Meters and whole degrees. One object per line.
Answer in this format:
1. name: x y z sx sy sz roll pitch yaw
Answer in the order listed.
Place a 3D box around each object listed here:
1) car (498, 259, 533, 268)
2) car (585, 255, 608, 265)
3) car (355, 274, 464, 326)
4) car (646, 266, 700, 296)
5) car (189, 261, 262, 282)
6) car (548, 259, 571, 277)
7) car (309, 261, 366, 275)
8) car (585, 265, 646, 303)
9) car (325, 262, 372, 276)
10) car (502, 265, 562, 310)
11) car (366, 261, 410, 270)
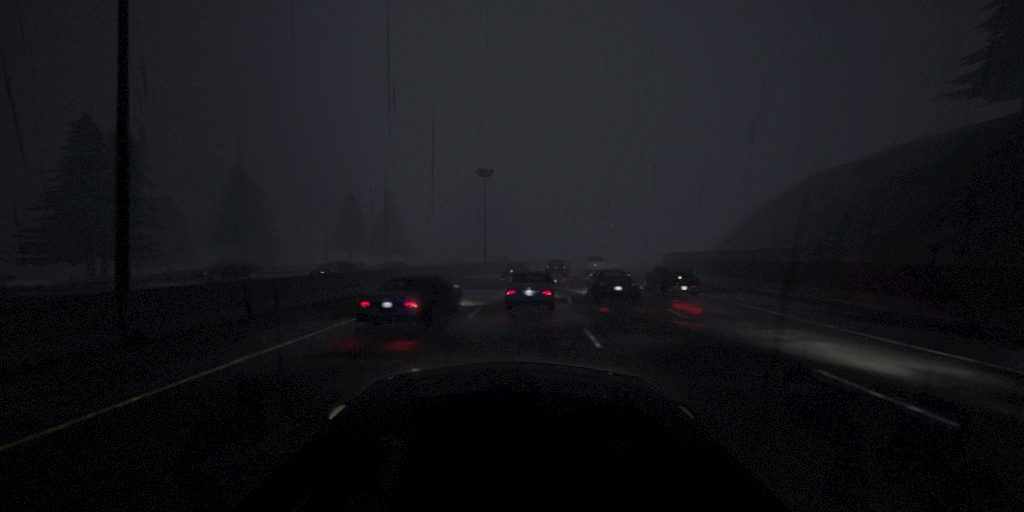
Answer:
1. car: 0.408 1.284 33.037 1.994 1.385 4.181 0 0 13
2. car: 9.210 0.962 39.078 2.150 2.045 5.566 0 0 16
3. car: -2.952 1.279 11.548 2.033 1.411 5.357 0 0 5
4. car: 8.502 1.262 19.389 1.837 1.490 4.892 0 0 8
5. car: -22.190 1.136 28.020 1.882 1.535 5.008 0 0 10
6. car: 4.603 1.082 35.424 2.097 1.767 4.553 0 0 14
7. car: -14.730 1.183 30.025 1.837 1.490 4.892 0 0 11
8. car: 4.653 1.313 16.921 1.994 1.385 4.181 0 0 6
9. car: -16.803 1.266 37.151 1.895 1.301 4.718 0 0 13
10. car: 0.829 1.287 14.558 2.033 1.411 5.357 0 0 6
11. car: -10.763 1.214 32.072 1.812 1.442 4.674 0 0 12
